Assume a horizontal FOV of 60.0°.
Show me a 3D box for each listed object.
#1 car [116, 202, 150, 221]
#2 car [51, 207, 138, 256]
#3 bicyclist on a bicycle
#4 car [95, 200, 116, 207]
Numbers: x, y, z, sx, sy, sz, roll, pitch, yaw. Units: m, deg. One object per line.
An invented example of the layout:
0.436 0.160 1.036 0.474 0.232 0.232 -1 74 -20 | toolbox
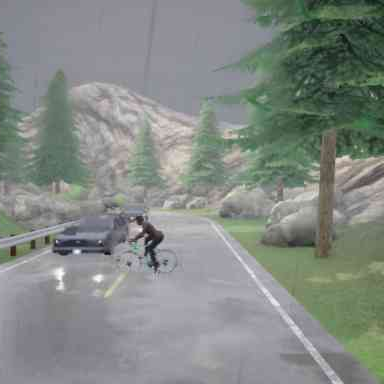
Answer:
-4.112 1.505 24.296 1.837 1.490 4.892 0 0 -5 | car
-3.727 1.547 13.401 2.033 1.411 5.357 0 0 0 | car
-1.235 1.454 9.031 1.656 1.620 0.582 -2 0 -1 | bicyclist on a bicycle
-11.568 1.600 41.784 4.718 1.301 1.895 0 0 30 | car
